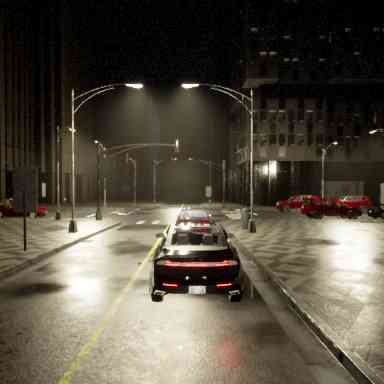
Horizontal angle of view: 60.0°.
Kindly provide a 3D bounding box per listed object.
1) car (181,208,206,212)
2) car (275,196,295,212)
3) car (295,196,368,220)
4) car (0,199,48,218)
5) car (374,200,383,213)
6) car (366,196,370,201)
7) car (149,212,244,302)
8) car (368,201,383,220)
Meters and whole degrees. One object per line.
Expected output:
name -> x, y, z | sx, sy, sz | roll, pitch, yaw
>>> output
car -> 0.074, 1.550, 17.932 | 2.033, 1.411, 5.357 | 0, 0, 0
car -> 12.050, 1.325, 37.666 | 5.009, 1.841, 2.192 | 0, 1, 0
car -> 12.078, 1.463, 29.142 | 5.009, 1.841, 2.192 | 0, 1, 0
car -> -14.963, 1.566, 29.021 | 4.507, 1.381, 1.887 | 0, 1, 0
car -> 23.334, 1.634, 37.720 | 4.313, 1.339, 1.947 | 0, 1, 0
car -> 17.693, 1.353, 37.692 | 5.009, 1.841, 2.192 | 0, 1, 0
car -> 0.087, 1.490, 8.223 | 2.128, 1.511, 4.902 | 0, 0, 0
car -> 17.721, 1.742, 29.171 | 4.313, 1.339, 1.947 | 0, 1, 0
